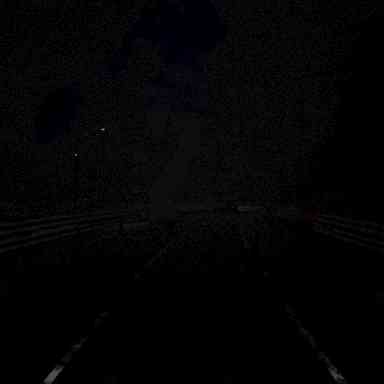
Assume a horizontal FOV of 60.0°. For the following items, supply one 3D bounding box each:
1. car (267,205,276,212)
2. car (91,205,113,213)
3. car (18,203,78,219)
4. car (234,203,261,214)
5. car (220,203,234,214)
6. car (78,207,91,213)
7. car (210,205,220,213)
[{"bbox_3d":[20.084,4.054,84.073,2.097,1.767,4.553,0,-2,15],"label":"car"},{"bbox_3d":[-11.373,2.493,42.940,1.837,1.490,4.892,-1,-2,44],"label":"car"},{"bbox_3d":[-13.596,1.877,31.076,4.553,1.767,2.097,2,-3,-42],"label":"car"},{"bbox_3d":[10.118,2.972,60.164,2.150,2.045,5.566,-1,-2,29],"label":"car"},{"bbox_3d":[7.987,3.090,63.541,2.150,2.045,5.566,0,-2,28],"label":"car"},{"bbox_3d":[-13.597,2.275,35.849,4.181,1.385,1.994,2,-3,-44],"label":"car"},{"bbox_3d":[5.815,3.477,66.954,2.128,1.511,4.902,-1,-2,27],"label":"car"}]
